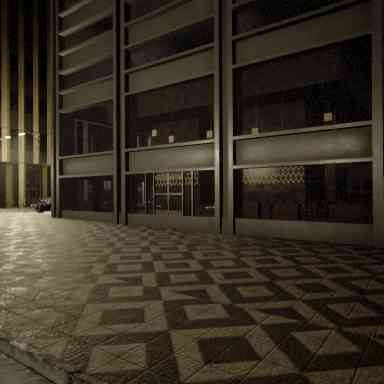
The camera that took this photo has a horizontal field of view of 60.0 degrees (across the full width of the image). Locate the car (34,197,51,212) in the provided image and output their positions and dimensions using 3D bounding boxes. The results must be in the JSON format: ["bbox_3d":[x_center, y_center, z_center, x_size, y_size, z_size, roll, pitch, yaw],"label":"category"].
[{"bbox_3d":[-13.898,1.435,35.685,1.895,1.301,4.718,0,0,36],"label":"car"}]

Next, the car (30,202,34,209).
[{"bbox_3d":[-16.002,1.343,38.249,2.128,1.511,4.902,0,0,36],"label":"car"}]
